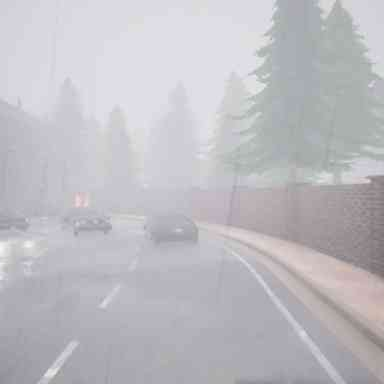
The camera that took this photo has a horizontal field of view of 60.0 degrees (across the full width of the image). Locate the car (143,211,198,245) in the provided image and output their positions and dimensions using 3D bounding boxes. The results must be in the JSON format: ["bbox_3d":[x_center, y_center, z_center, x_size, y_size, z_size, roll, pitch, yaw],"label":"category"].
[{"bbox_3d":[-1.099,1.567,15.759,1.994,1.385,4.181,0,0,-15],"label":"car"}]

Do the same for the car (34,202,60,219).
[{"bbox_3d":[-12.681,1.554,29.299,5.357,1.411,2.033,0,0,25],"label":"car"}]

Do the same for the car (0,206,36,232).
[{"bbox_3d":[-11.112,1.606,19.354,4.718,1.301,1.895,0,0,45],"label":"car"}]

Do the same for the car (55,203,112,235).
[{"bbox_3d":[-6.128,1.552,18.854,2.033,1.411,5.357,0,0,-31],"label":"car"}]
